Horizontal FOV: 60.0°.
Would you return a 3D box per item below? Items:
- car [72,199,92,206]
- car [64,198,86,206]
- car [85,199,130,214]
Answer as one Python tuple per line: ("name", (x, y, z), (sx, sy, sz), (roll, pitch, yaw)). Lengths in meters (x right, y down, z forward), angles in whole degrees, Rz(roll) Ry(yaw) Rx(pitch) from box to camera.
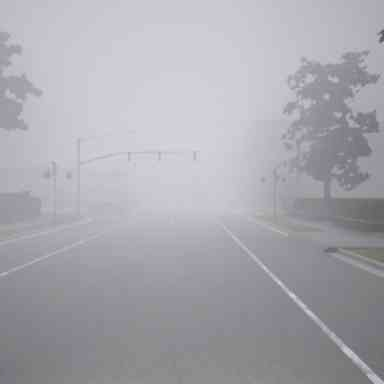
("car", (-24.063, 2.241, 72.776), (3.806, 1.475, 1.970), (0, -1, 1))
("car", (-23.344, 2.018, 67.028), (4.611, 1.667, 2.242), (0, -1, 1))
("car", (-10.438, 1.897, 42.220), (5.008, 1.535, 1.882), (1, -1, 0))
